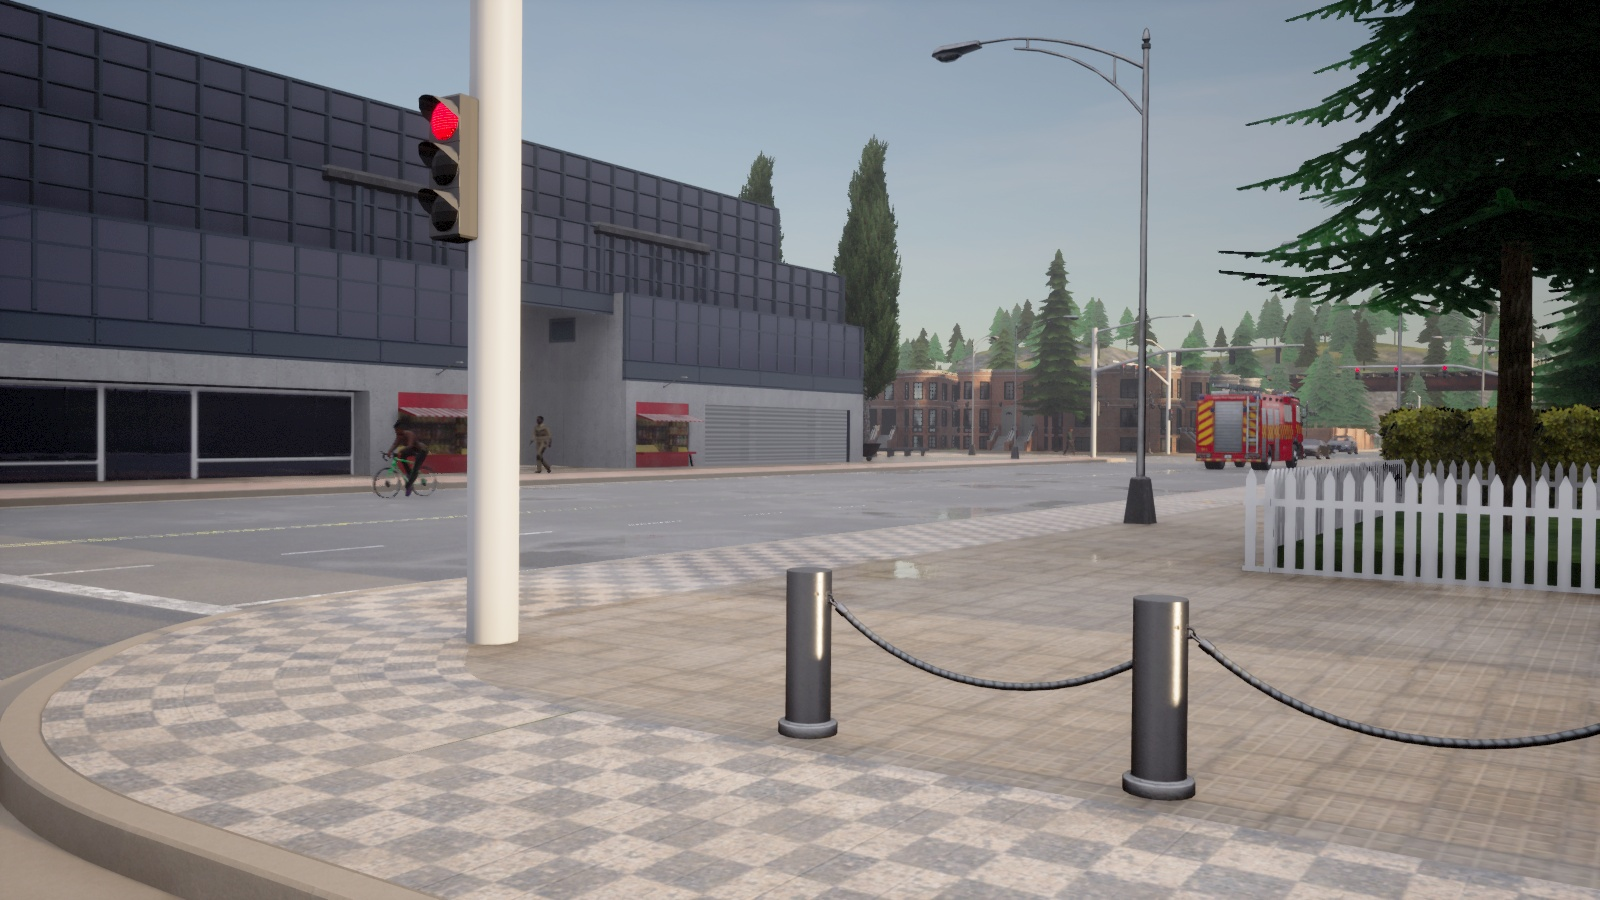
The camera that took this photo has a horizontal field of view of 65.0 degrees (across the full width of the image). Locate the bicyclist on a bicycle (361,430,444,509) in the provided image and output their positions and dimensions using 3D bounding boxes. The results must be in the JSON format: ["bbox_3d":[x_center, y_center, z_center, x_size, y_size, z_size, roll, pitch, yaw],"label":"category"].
[{"bbox_3d":[-8.473,0.395,26.806,0.582,1.620,1.656,0,1,34],"label":"bicyclist on a bicycle"}]

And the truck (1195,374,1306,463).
[{"bbox_3d":[21.085,-1.422,58.444,2.891,3.827,8.468,0,1,34],"label":"truck"}]

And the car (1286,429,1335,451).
[{"bbox_3d":[34.592,-0.694,84.958,2.033,1.411,5.357,0,1,34],"label":"car"}]

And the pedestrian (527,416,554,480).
[{"bbox_3d":[-7.882,-0.060,38.162,0.396,1.930,0.692,0,1,30],"label":"pedestrian"}]
